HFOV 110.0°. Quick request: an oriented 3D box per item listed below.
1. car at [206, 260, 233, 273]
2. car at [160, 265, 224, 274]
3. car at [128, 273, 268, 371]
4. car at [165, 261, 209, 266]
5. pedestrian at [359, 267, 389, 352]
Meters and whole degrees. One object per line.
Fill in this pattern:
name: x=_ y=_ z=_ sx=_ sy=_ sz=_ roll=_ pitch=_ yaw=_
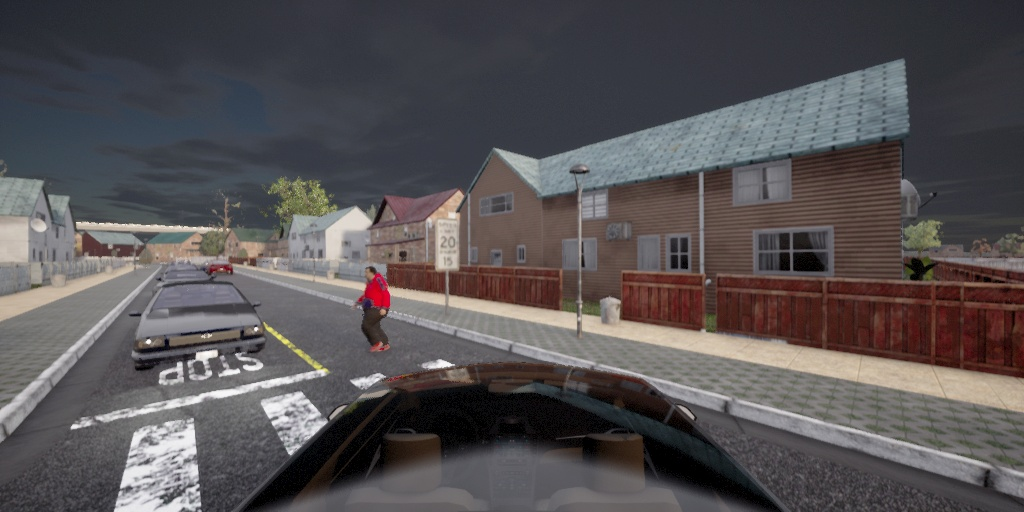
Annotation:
car: x=-29.660 y=1.136 z=36.346 sx=1.882 sy=1.535 sz=5.008 roll=0 pitch=0 yaw=-43
car: x=-13.859 y=1.283 z=15.294 sx=1.994 sy=1.385 sz=4.181 roll=0 pitch=0 yaw=-43
car: x=-7.004 y=1.284 z=8.019 sx=2.033 sy=1.411 sz=5.357 roll=0 pitch=0 yaw=-43
car: x=-21.034 y=1.245 z=22.902 sx=2.033 sy=1.411 sz=5.357 roll=0 pitch=0 yaw=-43
pedestrian: x=-2.778 y=1.033 z=7.262 sx=0.375 sy=1.860 sz=0.375 roll=1 pitch=-1 yaw=-43
